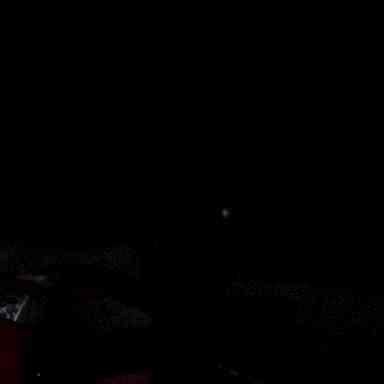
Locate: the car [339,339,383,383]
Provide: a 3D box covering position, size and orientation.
[{"bbox_3d":[2.928,1.317,0.764,5.009,1.841,2.192,0,0,36],"label":"car"}]

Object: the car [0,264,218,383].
[{"bbox_3d":[-1.684,1.577,4.068,4.206,1.307,1.802,0,0,36],"label":"car"}]
